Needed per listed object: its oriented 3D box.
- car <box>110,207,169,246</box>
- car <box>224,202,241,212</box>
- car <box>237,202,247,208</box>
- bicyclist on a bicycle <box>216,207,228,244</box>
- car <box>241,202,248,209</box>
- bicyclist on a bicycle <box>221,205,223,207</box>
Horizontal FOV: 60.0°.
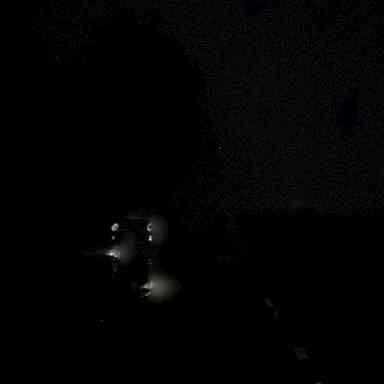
[{"bbox_3d":[-2.437,1.557,16.316,2.097,1.767,4.553,0,-1,4],"label":"car"},{"bbox_3d":[6.504,2.523,55.068,1.837,1.490,4.892,0,-2,13],"label":"car"},{"bbox_3d":[13.392,3.494,88.857,1.882,1.535,5.008,0,-2,20],"label":"car"},{"bbox_3d":[1.457,1.659,16.058,0.582,1.620,1.656,0,-1,4],"label":"bicyclist on a bicycle"},{"bbox_3d":[11.009,3.068,72.601,2.033,1.411,5.357,0,-2,17],"label":"car"},{"bbox_3d":[2.225,1.796,24.747,0.866,1.612,1.509,0,-1,6],"label":"bicyclist on a bicycle"}]
